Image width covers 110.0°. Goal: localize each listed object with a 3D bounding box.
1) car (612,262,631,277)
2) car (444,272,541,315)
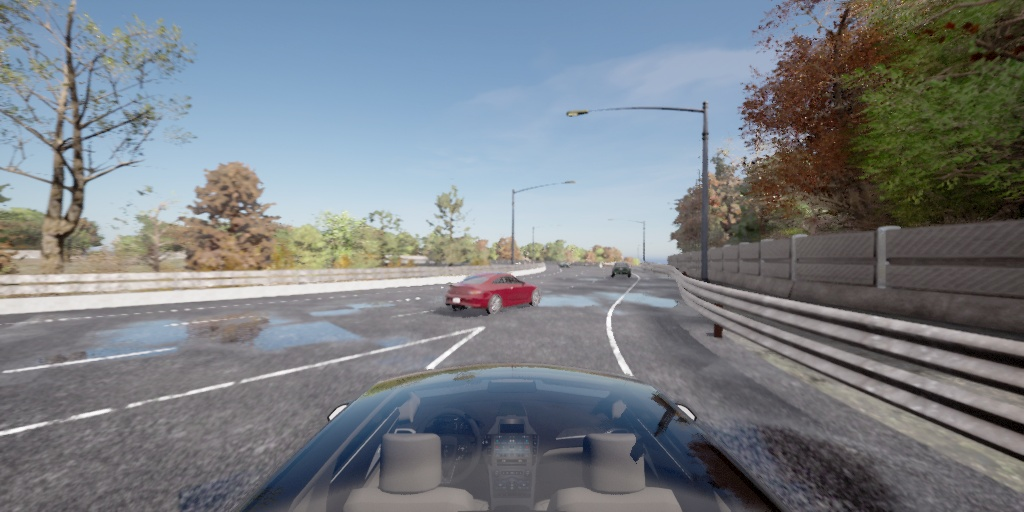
[{"bbox_3d":[13.032,1.516,42.745,2.097,1.767,4.553,0,0,17],"label":"car"},{"bbox_3d":[-0.614,1.354,13.997,1.812,1.442,4.674,0,0,33],"label":"car"}]
